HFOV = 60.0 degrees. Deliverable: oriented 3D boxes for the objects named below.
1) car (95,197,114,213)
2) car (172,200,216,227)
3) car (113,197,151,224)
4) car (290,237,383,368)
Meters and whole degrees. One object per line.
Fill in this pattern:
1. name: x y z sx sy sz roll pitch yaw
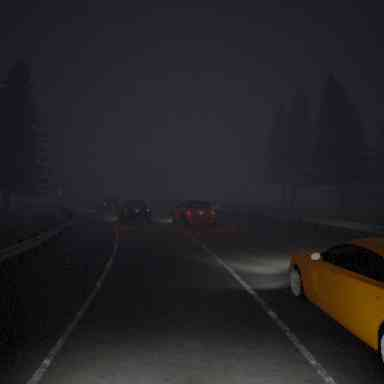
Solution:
1. car: -9.200 1.328 36.302 2.097 1.767 4.553 0 0 -27
2. car: 0.019 1.317 22.549 2.097 1.767 4.553 0 0 -15
3. car: -4.467 1.329 25.102 2.097 1.767 4.553 0 0 -18
4. car: 3.158 1.459 5.277 1.882 1.535 5.008 0 0 -4
